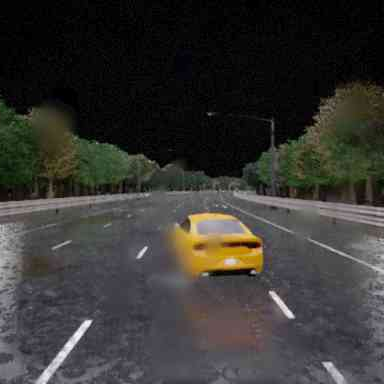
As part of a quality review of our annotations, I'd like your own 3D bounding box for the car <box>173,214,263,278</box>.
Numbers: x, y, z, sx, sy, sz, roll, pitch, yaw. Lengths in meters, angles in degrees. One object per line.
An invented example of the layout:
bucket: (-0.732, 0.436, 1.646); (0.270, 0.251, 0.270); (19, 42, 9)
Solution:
car: (0.543, 1.385, 9.957); (1.882, 1.535, 5.008); (-1, 1, -8)
